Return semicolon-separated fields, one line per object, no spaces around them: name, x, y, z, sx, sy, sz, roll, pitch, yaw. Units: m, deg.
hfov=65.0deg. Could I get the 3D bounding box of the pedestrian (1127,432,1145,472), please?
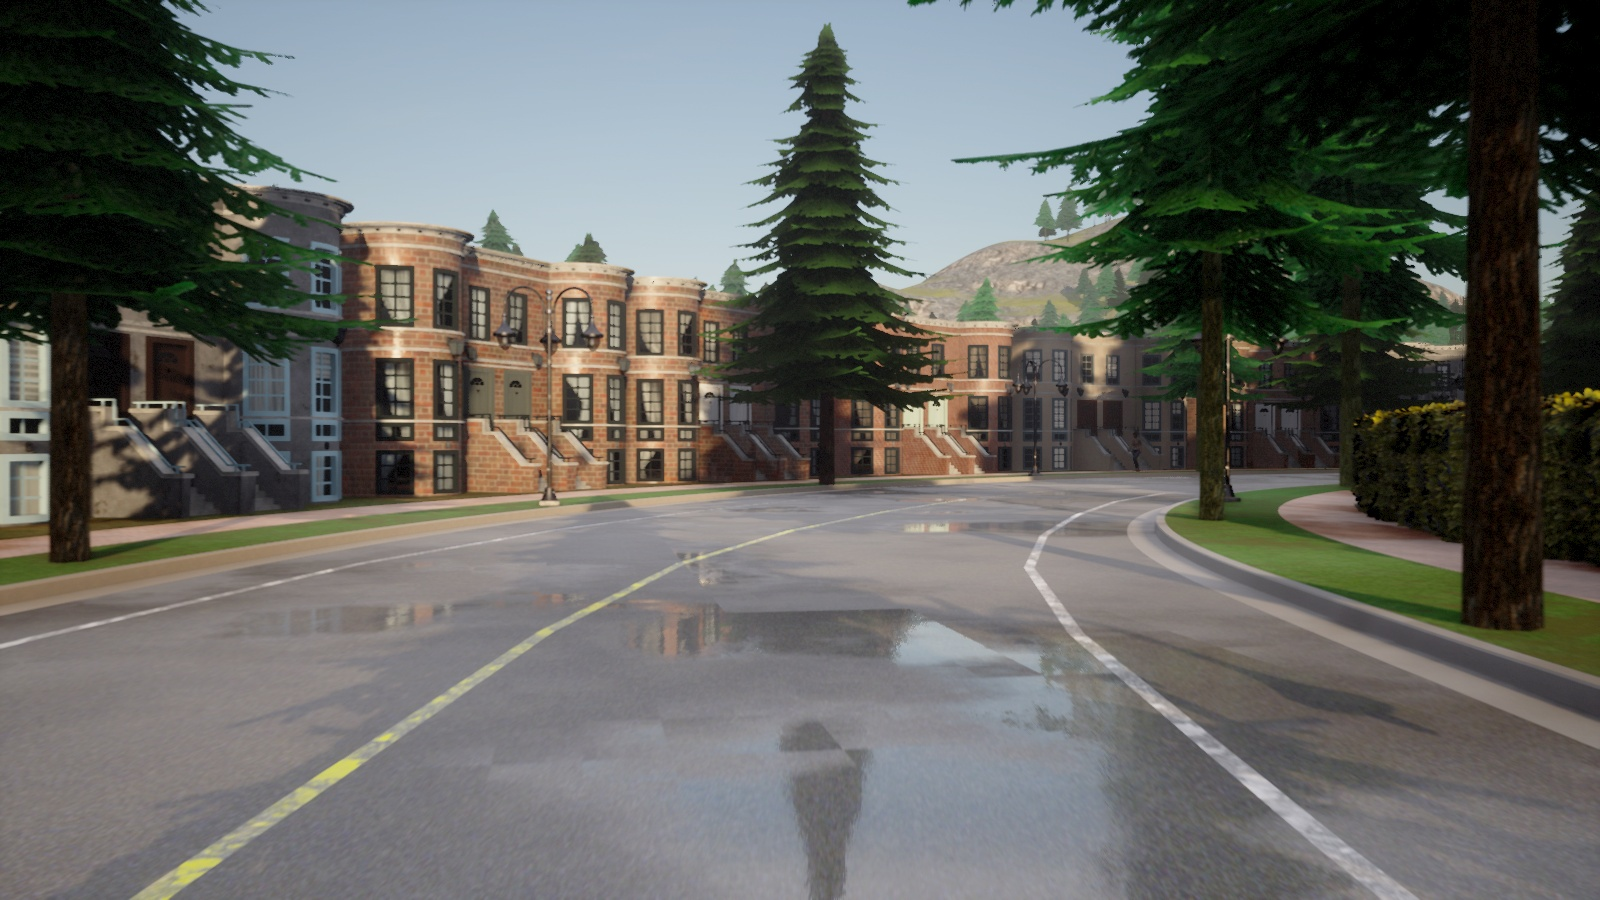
pedestrian;15.255;0.096;56.975;0.869;1.805;0.328;0;0;-35
